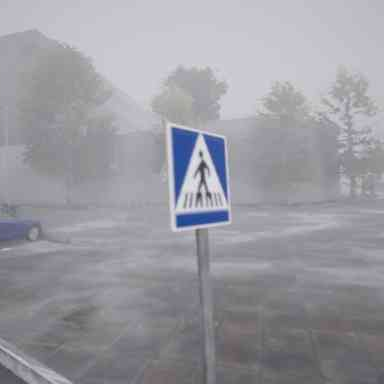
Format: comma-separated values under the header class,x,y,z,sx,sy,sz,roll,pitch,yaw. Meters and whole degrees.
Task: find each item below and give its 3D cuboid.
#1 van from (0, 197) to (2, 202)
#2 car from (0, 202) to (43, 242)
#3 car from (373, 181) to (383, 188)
class,x,y,z,sx,sy,sz,roll,pitch,yaw
van,-10.536,1.084,15.147,1.878,1.987,4.442,1,0,18
car,-8.223,1.355,13.176,2.097,1.535,5.008,1,0,18
car,38.163,-1.681,64.755,5.008,1.535,2.097,-5,1,-6
